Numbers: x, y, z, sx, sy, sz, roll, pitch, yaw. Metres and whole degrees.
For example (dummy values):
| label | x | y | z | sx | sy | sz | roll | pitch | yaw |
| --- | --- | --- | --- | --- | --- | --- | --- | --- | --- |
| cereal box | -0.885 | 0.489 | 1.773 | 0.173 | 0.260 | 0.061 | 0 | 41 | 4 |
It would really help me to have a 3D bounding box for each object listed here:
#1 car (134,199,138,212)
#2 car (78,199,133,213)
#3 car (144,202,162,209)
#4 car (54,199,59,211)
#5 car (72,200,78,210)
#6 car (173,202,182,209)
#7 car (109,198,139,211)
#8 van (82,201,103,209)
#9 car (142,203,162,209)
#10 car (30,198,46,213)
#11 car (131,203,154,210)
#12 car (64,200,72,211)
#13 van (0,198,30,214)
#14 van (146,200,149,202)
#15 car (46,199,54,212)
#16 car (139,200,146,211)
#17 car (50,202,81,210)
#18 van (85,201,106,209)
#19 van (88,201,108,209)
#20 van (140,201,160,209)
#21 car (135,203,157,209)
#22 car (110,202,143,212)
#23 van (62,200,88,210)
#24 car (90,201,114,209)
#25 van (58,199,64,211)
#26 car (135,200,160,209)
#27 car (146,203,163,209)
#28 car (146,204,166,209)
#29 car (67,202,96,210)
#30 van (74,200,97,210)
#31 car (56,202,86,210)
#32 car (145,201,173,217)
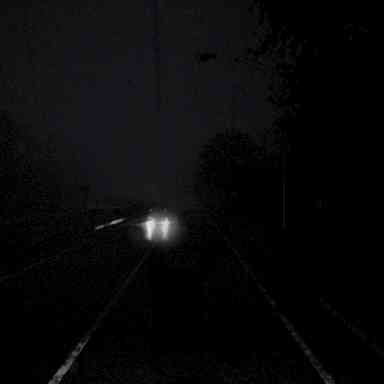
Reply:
| label | x | y | z | sx | sy | sz | roll | pitch | yaw |
| --- | --- | --- | --- | --- | --- | --- | --- | --- | --- |
| car | -10.343 | 2.029 | 44.705 | 5.008 | 1.535 | 2.097 | 0 | -2 | 0 |
| car | -10.154 | 1.862 | 39.166 | 5.366 | 1.575 | 1.946 | 0 | -2 | 0 |
| car | -10.286 | 3.712 | 89.069 | 4.553 | 1.767 | 2.185 | 0 | -3 | 0 |
| car | -23.407 | 2.231 | 50.465 | 4.892 | 1.521 | 2.231 | 0 | -2 | 0 |
| car | -23.405 | 2.529 | 58.646 | 5.008 | 1.535 | 2.097 | 0 | -2 | 0 |
| car | -3.260 | 2.937 | 76.035 | 1.882 | 1.535 | 5.008 | 0 | -2 | 0 |
| car | -10.367 | 1.997 | 47.485 | 4.553 | 1.767 | 2.185 | 0 | -2 | 0 |
| van | -23.285 | 3.028 | 78.008 | 4.442 | 1.987 | 1.878 | 0 | -3 | 0 |
| car | -10.313 | 3.691 | 86.290 | 5.008 | 1.535 | 2.097 | 0 | -3 | 0 |
| car | -23.444 | 1.784 | 44.941 | 5.566 | 2.045 | 2.435 | 0 | -2 | 0 |
| car | -10.328 | 2.973 | 69.669 | 4.674 | 1.452 | 2.002 | 0 | -2 | 0 |
| car | -23.380 | 2.307 | 56.007 | 4.553 | 1.767 | 2.185 | 0 | -2 | 0 |
| van | -23.535 | 1.720 | 42.050 | 4.442 | 1.987 | 1.878 | 0 | -2 | 0 |
| van | -10.447 | 2.301 | 58.581 | 4.442 | 1.987 | 1.878 | 0 | -2 | 0 |
| car | -23.230 | 2.127 | 47.700 | 5.366 | 1.575 | 1.946 | 0 | -2 | 0 |
| car | -10.306 | 1.971 | 50.259 | 5.566 | 2.045 | 2.435 | 0 | -2 | 0 |
| car | -23.404 | 2.635 | 61.540 | 5.008 | 1.535 | 2.097 | 0 | -2 | 0 |
| van | -23.517 | 3.181 | 80.907 | 4.442 | 1.987 | 1.878 | 0 | -3 | 0 |
| van | -23.516 | 3.320 | 83.548 | 4.442 | 1.987 | 1.878 | 0 | -3 | 0 |
| van | -10.204 | 3.173 | 80.757 | 4.442 | 1.987 | 1.878 | 0 | -3 | 0 |
| car | -10.352 | 3.166 | 75.224 | 4.792 | 1.488 | 2.163 | 0 | -3 | 0 |
| car | -10.362 | 2.353 | 53.024 | 4.792 | 1.488 | 2.163 | 0 | -2 | 0 |
| van | -23.524 | 2.613 | 67.085 | 4.442 | 1.987 | 1.878 | 0 | -2 | 0 |
| car | -23.370 | 3.441 | 86.316 | 5.566 | 2.045 | 2.435 | 0 | -3 | 0 |
| van | -23.529 | 2.105 | 53.243 | 4.442 | 1.987 | 1.878 | 0 | -2 | 0 |
| car | -10.350 | 3.001 | 77.986 | 5.566 | 2.045 | 2.435 | 0 | -3 | 0 |
| car | -10.285 | 3.858 | 91.841 | 4.553 | 1.767 | 2.185 | 0 | -3 | 0 |
| car | -10.129 | 4.127 | 94.607 | 5.366 | 1.575 | 1.946 | 0 | -3 | 0 |
| car | -23.221 | 2.937 | 69.846 | 5.366 | 1.575 | 1.946 | 0 | -2 | 0 |
| van | -23.287 | 2.815 | 72.620 | 4.442 | 1.987 | 1.878 | 0 | -2 | 0 |
| car | -23.402 | 2.738 | 64.308 | 4.892 | 1.521 | 2.231 | 0 | -2 | 0 |
| car | -3.351 | 1.903 | 34.743 | 1.895 | 1.301 | 4.718 | 0 | -1 | 0 |
